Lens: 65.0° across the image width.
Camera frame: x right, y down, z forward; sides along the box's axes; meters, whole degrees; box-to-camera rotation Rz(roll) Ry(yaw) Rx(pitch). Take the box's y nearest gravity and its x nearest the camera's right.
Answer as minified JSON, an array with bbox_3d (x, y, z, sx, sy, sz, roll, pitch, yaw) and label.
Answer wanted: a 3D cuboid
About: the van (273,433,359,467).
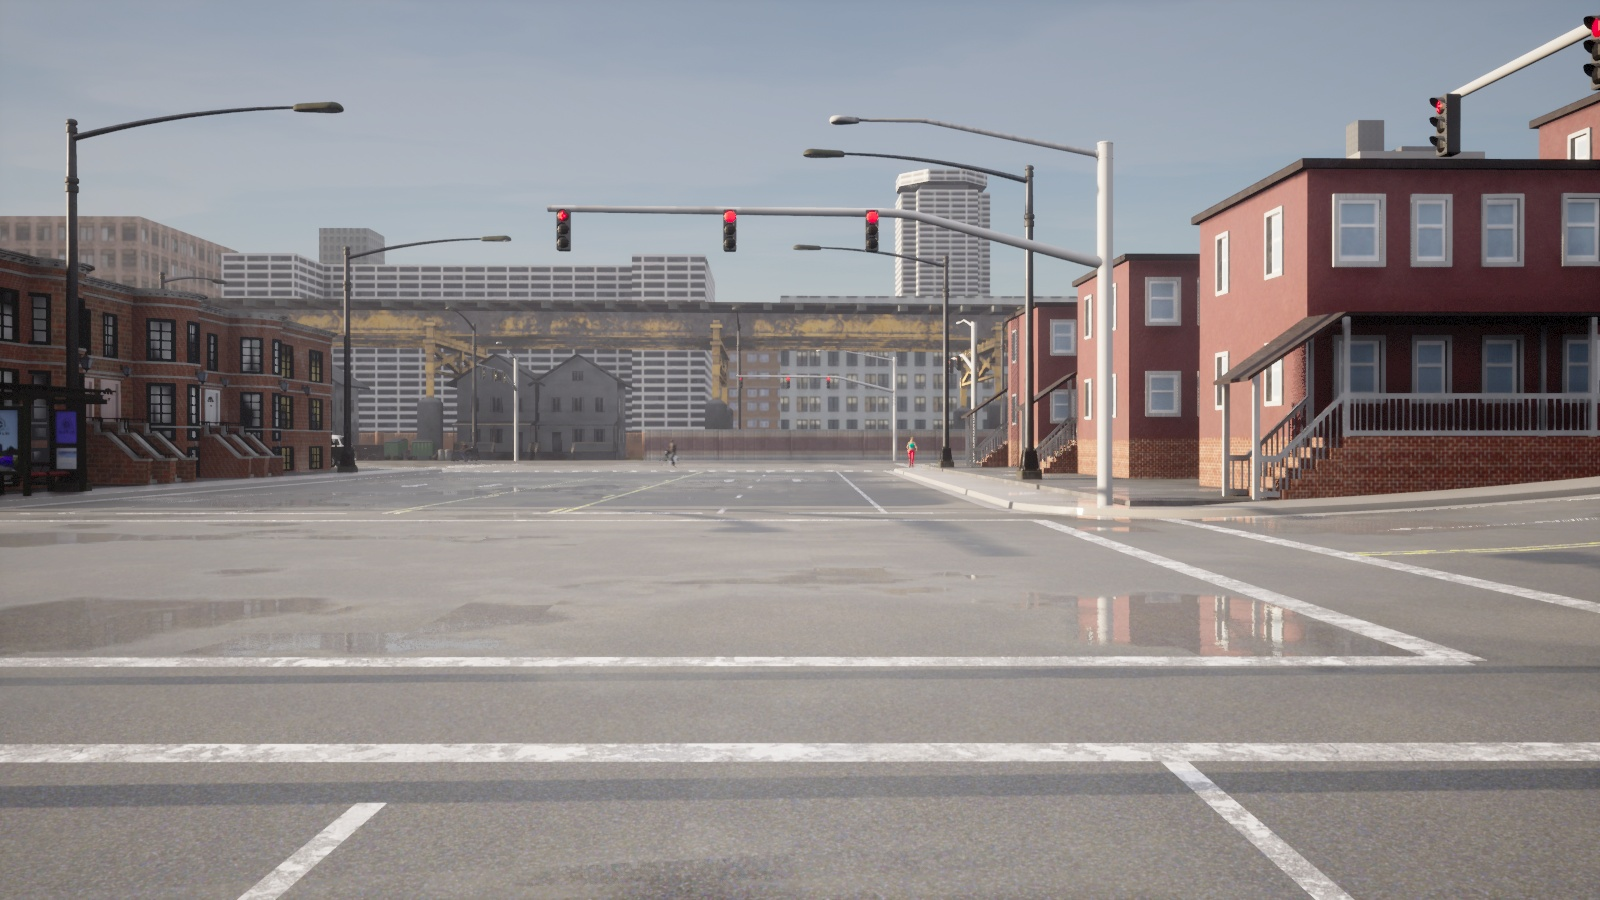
[{"bbox_3d":[-29.763,0.010,77.297,4.480,2.038,2.069,0,0,0],"label":"van"}]
